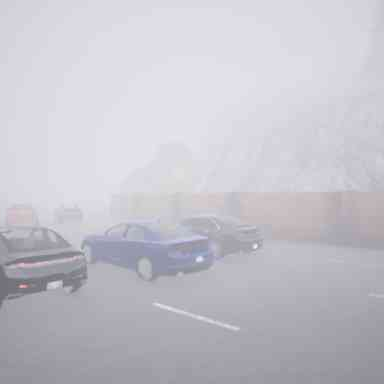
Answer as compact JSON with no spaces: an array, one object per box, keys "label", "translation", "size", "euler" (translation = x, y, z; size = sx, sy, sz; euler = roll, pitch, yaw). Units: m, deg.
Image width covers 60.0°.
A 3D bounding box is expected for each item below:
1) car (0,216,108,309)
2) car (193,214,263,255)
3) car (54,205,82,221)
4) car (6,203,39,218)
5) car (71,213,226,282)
[{"label":"car","translation":[-4.342,1.590,8.084],"size":[4.902,1.511,2.128],"euler":[-1,-1,45]},{"label":"car","translation":[0.456,1.630,13.167],"size":[4.892,1.490,1.837],"euler":[0,0,45]},{"label":"car","translation":[-10.442,1.806,28.053],"size":[2.128,1.511,4.902],"euler":[0,-1,-28]},{"label":"car","translation":[-13.074,1.655,25.591],"size":[2.097,1.767,4.553],"euler":[0,-1,-29]},{"label":"car","translation":[-1.581,1.583,10.259],"size":[5.008,1.535,1.882],"euler":[0,0,44]}]
